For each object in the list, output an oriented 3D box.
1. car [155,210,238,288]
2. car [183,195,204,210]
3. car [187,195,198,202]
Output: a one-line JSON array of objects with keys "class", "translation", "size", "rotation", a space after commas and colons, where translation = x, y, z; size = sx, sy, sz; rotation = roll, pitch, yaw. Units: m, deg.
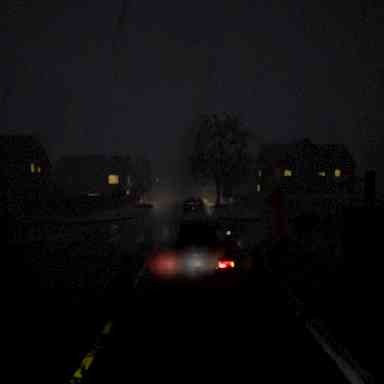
[{"class": "car", "translation": [0.141, 1.469, 9.131], "size": [2.033, 1.411, 5.357], "rotation": [0, 0, 1]}, {"class": "car", "translation": [0.170, 1.243, 32.613], "size": [2.128, 1.511, 4.902], "rotation": [0, 0, 0]}, {"class": "car", "translation": [0.133, 1.188, 61.663], "size": [1.895, 1.301, 4.718], "rotation": [0, 0, 0]}]
